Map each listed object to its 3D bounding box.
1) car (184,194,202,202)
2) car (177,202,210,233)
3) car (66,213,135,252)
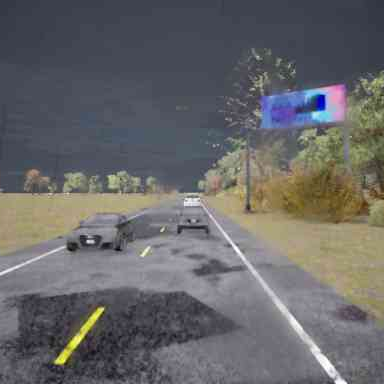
[{"bbox_3d":[0.115,1.231,43.324,2.150,2.045,5.566,0,0,1],"label":"car"},{"bbox_3d":[0.081,1.553,19.827,2.033,1.411,5.357,0,0,0],"label":"car"},{"bbox_3d":[-3.587,1.568,13.724,1.994,1.385,4.181,0,0,0],"label":"car"}]
